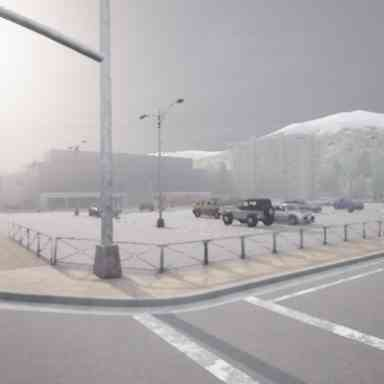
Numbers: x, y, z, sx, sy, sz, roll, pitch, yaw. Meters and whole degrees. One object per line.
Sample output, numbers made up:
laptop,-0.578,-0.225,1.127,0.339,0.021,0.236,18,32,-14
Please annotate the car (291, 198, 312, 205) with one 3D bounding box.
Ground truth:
car,22.099,1.930,67.440,1.845,1.501,3.633,0,-1,-36

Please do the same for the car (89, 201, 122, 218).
car,-9.465,1.927,35.340,2.007,1.523,4.514,0,-1,-36

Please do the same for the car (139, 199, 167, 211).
car,-5.583,1.868,47.211,2.152,1.636,5.027,0,-1,-36

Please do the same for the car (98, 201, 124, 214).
car,-10.604,1.971,43.202,1.970,1.475,3.806,0,-1,-36

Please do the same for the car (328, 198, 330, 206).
car,24.009,1.821,59.675,1.970,1.475,3.806,0,-1,-36

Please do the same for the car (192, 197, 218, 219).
car,2.009,1.512,31.265,1.932,1.855,4.605,0,-1,-36

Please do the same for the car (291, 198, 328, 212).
car,12.543,1.641,37.955,2.007,1.523,4.514,0,-1,-36

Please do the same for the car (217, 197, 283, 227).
car,3.931,1.365,22.959,1.905,1.878,3.866,0,-1,-36

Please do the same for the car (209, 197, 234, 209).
car,4.805,1.731,54.679,1.905,1.878,3.866,0,-1,-36

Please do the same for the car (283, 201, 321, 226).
car,6.991,1.622,24.399,1.970,1.475,3.806,0,-1,-36

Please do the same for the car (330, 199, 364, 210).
car,20.682,1.614,43.752,1.845,1.501,3.633,0,-1,-36

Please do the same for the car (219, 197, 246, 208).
car,6.924,1.745,56.709,1.932,1.855,4.605,0,-1,-36
